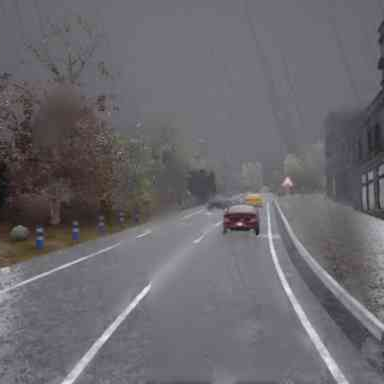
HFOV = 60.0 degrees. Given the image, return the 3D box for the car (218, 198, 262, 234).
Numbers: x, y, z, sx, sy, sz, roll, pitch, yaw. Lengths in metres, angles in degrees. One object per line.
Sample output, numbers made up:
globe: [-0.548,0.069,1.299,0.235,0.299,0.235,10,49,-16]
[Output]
car: [2.858,1.367,18.824,1.882,1.535,5.008,-1,1,12]

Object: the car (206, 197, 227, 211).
car: [2.740,1.194,34.284,1.895,1.301,4.718,-1,1,13]

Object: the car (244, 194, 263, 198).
car: [6.817,0.938,36.841,1.882,1.535,5.008,-1,2,13]
